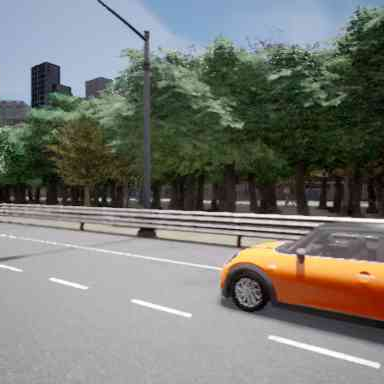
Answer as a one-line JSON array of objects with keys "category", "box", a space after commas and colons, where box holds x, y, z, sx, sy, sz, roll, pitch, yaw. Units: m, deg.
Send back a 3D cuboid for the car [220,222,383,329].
[{"category": "car", "box": [2.768, 1.353, 6.193, 4.553, 1.767, 2.097, 0, 0, 35]}]
